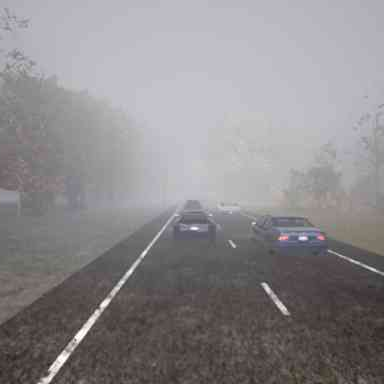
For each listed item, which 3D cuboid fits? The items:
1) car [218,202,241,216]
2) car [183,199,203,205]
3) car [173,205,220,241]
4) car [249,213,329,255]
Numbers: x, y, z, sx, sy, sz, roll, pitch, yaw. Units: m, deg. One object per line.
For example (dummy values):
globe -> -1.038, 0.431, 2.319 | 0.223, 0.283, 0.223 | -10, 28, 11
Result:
car -> 3.604, 1.613, 33.045 | 1.895, 1.301, 4.718 | 0, 0, 0
car -> 0.105, 1.517, 34.300 | 1.837, 1.490, 4.892 | 0, 0, 0
car -> 0.101, 1.570, 16.617 | 1.994, 1.385, 4.181 | 0, 0, 0
car -> 3.603, 1.552, 13.308 | 2.033, 1.411, 5.357 | 0, 0, 0
